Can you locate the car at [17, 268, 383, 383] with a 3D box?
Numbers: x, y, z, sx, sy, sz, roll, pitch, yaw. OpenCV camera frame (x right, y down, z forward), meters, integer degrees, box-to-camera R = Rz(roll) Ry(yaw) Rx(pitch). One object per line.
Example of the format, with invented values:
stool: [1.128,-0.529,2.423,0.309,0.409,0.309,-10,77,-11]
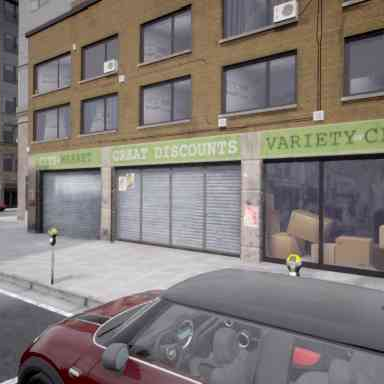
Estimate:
car: [0.261,1.440,2.879,4.097,1.590,1.967,0,1,35]

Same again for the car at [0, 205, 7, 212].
car: [-19.405,1.458,29.761,1.895,1.301,4.718,1,1,34]
